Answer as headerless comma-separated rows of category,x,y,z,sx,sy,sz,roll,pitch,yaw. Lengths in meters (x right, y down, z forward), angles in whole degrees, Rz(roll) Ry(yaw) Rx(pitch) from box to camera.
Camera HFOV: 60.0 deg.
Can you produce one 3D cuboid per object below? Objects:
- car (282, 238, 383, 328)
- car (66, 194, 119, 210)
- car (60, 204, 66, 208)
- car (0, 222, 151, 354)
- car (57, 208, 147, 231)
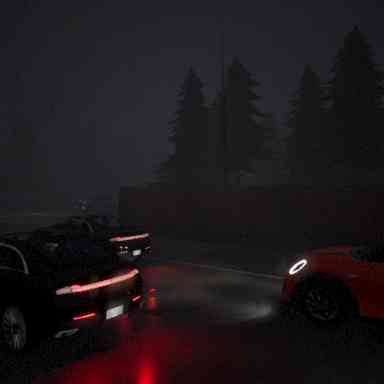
car,3.886,1.354,5.520,4.553,1.767,2.097,0,0,36
car,-10.527,1.218,36.578,2.150,2.045,5.566,0,0,32
car,-12.947,1.596,39.131,1.895,1.301,4.718,0,0,35
car,-3.061,1.491,6.147,4.902,1.511,2.128,0,0,36
car,-3.496,1.490,10.801,4.902,1.511,2.128,0,0,37
